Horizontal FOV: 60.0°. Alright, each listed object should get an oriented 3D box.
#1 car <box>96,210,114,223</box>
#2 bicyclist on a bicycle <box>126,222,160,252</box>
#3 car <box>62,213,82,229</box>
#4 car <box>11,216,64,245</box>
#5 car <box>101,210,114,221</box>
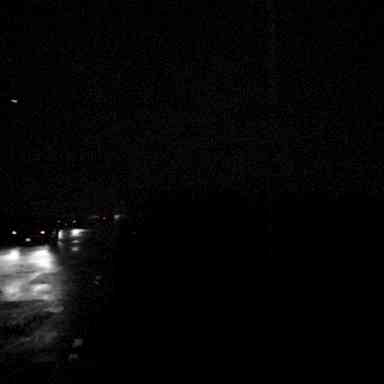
[{"bbox_3d":[-11.198,3.278,42.813,1.994,1.385,4.181,0,-3,-12],"label":"car"},{"bbox_3d":[-2.319,2.072,15.926,1.656,1.620,0.582,1,-2,-12],"label":"bicyclist on a bicycle"},{"bbox_3d":[-12.038,2.807,32.799,1.812,1.442,4.674,0,-2,-12],"label":"car"},{"bbox_3d":[-9.358,2.372,20.227,1.895,1.301,4.718,0,-2,-12],"label":"car"},{"bbox_3d":[-13.285,3.654,52.507,1.882,1.535,5.008,0,-3,-12],"label":"car"}]
